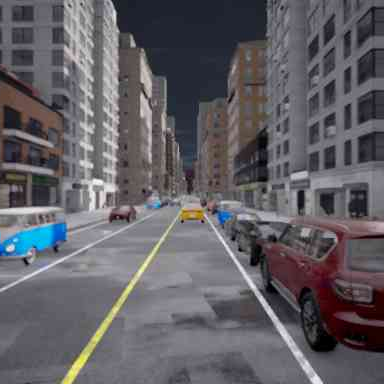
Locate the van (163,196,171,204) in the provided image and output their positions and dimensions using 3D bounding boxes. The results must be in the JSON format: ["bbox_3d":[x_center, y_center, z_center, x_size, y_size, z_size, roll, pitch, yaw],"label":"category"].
[{"bbox_3d":[-5.872,1.943,78.820,1.690,1.788,3.998,0,0,0],"label":"van"}]

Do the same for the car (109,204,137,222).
[{"bbox_3d":[-5.862,1.782,28.545,1.887,1.381,4.507,0,0,0],"label":"car"}]

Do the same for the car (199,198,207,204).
[{"bbox_3d":[2.652,2.184,78.822,1.802,1.307,4.206,0,0,0],"label":"car"}]

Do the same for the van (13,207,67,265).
[{"bbox_3d":[-5.859,1.446,11.788,1.690,1.788,3.998,0,0,0],"label":"van"}]

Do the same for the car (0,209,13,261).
[{"bbox_3d":[-5.858,1.371,6.204,2.192,1.841,5.009,0,-1,0],"label":"car"}]

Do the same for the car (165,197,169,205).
[{"bbox_3d":[-5.869,2.049,62.061,1.947,1.339,4.313,0,0,0],"label":"car"}]

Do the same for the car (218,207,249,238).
[{"bbox_3d":[2.665,1.701,17.388,2.008,1.369,4.403,0,0,0],"label":"car"}]

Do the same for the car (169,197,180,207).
[{"bbox_3d":[-3.033,2.013,62.624,1.812,1.442,4.674,0,0,0],"label":"car"}]

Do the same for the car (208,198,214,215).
[{"bbox_3d":[3.137,1.811,37.871,1.837,1.490,4.892,0,0,0],"label":"car"}]

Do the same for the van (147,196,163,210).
[{"bbox_3d":[-5.867,1.744,50.891,1.690,1.788,3.998,0,0,0],"label":"van"}]

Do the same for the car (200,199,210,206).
[{"bbox_3d":[2.655,2.089,67.652,1.947,1.339,4.313,0,0,0],"label":"car"}]

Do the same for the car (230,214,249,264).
[{"bbox_3d":[2.666,1.671,11.802,1.947,1.339,4.313,0,0,0],"label":"car"}]

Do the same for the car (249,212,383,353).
[{"bbox_3d":[2.667,1.372,6.220,2.192,1.841,5.009,0,0,0],"label":"car"}]

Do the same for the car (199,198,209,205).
[{"bbox_3d":[2.654,2.128,73.237,1.947,1.339,4.313,0,0,0],"label":"car"}]

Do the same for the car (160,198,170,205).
[{"bbox_3d":[-5.871,2.107,73.233,1.887,1.381,4.507,0,0,0],"label":"car"}]

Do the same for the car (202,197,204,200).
[{"bbox_3d":[2.658,1.759,56.484,2.192,1.841,5.009,0,0,0],"label":"car"}]

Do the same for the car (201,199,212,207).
[{"bbox_3d":[2.656,2.034,62.068,2.008,1.369,4.403,0,0,0],"label":"car"}]

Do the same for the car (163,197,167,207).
[{"bbox_3d":[-5.868,2.009,56.475,1.947,1.339,4.313,0,0,0],"label":"car"}]

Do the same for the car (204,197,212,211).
[{"bbox_3d":[3.103,1.712,44.842,2.097,1.767,4.553,0,0,0],"label":"car"}]

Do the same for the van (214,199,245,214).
[{"bbox_3d":[2.665,1.536,22.975,1.690,1.788,3.998,0,0,0],"label":"van"}]

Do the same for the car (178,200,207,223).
[{"bbox_3d":[0.057,1.714,28.380,1.882,1.535,5.008,0,0,0],"label":"car"}]
